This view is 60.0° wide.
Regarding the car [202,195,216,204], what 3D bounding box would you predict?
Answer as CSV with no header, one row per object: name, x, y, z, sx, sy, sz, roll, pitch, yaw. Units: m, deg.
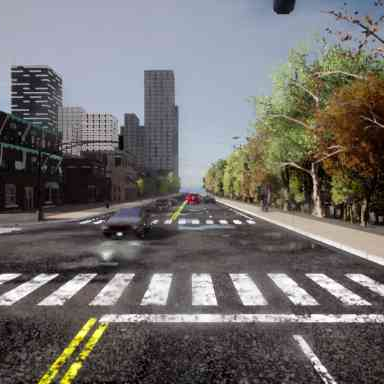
car,3.482,1.540,63.126,1.994,1.385,4.181,0,0,0

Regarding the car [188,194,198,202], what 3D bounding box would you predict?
car,0.164,1.325,72.781,2.097,1.767,4.553,0,0,0

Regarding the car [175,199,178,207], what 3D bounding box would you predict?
car,-3.234,1.544,52.049,1.994,1.385,4.181,0,0,0

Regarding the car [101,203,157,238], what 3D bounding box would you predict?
car,-3.314,1.543,17.918,2.033,1.411,5.357,0,0,0

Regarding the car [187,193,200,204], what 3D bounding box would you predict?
car,0.228,1.198,62.214,2.150,2.045,5.566,0,0,1

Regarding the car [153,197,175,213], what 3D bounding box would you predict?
car,-3.272,1.494,37.344,1.837,1.490,4.892,0,0,0

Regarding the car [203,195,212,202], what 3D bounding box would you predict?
car,3.402,1.471,73.082,1.837,1.490,4.892,0,0,0
